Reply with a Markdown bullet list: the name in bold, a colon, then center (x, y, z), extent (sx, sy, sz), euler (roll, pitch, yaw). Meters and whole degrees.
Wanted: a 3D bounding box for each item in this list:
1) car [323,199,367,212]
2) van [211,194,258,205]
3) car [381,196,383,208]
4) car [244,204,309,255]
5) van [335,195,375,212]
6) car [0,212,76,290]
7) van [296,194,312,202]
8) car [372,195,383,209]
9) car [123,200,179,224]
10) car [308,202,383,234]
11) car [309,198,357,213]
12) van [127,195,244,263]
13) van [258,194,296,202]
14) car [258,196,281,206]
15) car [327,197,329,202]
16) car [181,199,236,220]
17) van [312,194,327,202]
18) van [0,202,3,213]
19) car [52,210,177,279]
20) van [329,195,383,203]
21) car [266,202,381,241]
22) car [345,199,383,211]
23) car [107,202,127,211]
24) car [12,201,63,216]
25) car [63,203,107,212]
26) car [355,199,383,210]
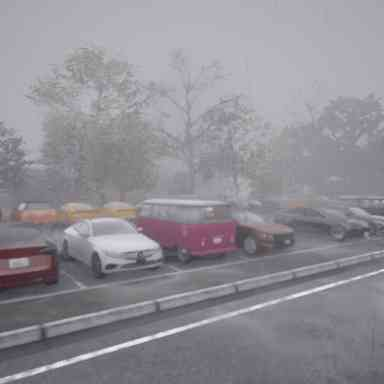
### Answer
- **car**: center (19.227, 1.673, 42.024), extent (2.002, 1.452, 4.674), euler (1, -1, -35)
- **van**: center (3.520, 1.211, 30.685), extent (1.878, 1.987, 4.442), euler (0, 0, -35)
- **car**: center (32.777, 1.611, 51.654), extent (2.435, 2.045, 5.566), euler (1, -1, -35)
- **car**: center (1.870, 1.462, 13.594), extent (2.097, 1.535, 5.008), euler (0, 0, -35)
- **van**: center (21.313, 1.443, 43.658), extent (1.878, 1.987, 4.442), euler (1, -1, -35)
- **car**: center (-4.925, 1.511, 8.779), extent (2.163, 1.488, 4.792), euler (0, 0, -35)
- **van**: center (10.139, 1.254, 35.690), extent (1.878, 1.987, 4.442), euler (1, -1, -35)
- **car**: center (30.522, 1.572, 50.046), extent (2.435, 2.045, 5.566), euler (1, -1, -35)
- **car**: center (-3.309, 1.457, 25.952), extent (2.231, 1.521, 4.892), euler (0, 0, -35)
- **car**: center (8.653, 1.483, 18.427), extent (2.002, 1.452, 4.674), euler (0, 0, -35)
- **car**: center (16.973, 1.594, 40.413), extent (2.097, 1.535, 5.008), euler (1, -1, -35)
- **van**: center (-0.456, 1.243, 12.073), extent (1.878, 1.987, 4.442), euler (0, 0, -35)
- **van**: center (7.910, 1.214, 33.815), extent (1.878, 1.987, 4.442), euler (0, 0, -35)
- **car**: center (5.706, 1.430, 32.393), extent (2.097, 1.535, 5.008), euler (0, 0, -35)
- **car**: center (14.632, 1.303, 38.716), extent (2.435, 2.045, 5.566), euler (1, -1, -35)
- **car**: center (1.306, 1.440, 29.023), extent (1.946, 1.575, 5.366), euler (0, 0, -36)
- **van**: center (12.292, 1.290, 37.226), extent (1.878, 1.987, 4.442), euler (1, -1, -35)
- **van**: center (-12.404, 1.255, 19.618), extent (1.878, 1.987, 4.442), euler (0, 0, -35)
- **car**: center (-2.650, 1.515, 10.368), extent (2.002, 1.452, 4.674), euler (0, 0, -35)
- **van**: center (10.982, 1.211, 19.941), extent (1.878, 1.987, 4.442), euler (0, 0, -35)
- **car**: center (6.410, 1.479, 16.788), extent (2.163, 1.488, 4.792), euler (0, 0, -36)
- **car**: center (23.632, 1.747, 45.171), extent (2.002, 1.452, 4.674), euler (1, -1, -35)
- **car**: center (-5.566, 1.462, 24.344), extent (2.097, 1.535, 5.008), euler (0, 0, -35)
- **car**: center (-10.062, 1.349, 21.105), extent (2.185, 1.767, 4.553), euler (0, 0, -35)
- **car**: center (-7.923, 1.469, 22.663), extent (2.097, 1.535, 5.008), euler (0, 0, -35)
- **car**: center (25.994, 1.747, 46.845), extent (2.097, 1.535, 5.008), euler (1, -1, -35)
